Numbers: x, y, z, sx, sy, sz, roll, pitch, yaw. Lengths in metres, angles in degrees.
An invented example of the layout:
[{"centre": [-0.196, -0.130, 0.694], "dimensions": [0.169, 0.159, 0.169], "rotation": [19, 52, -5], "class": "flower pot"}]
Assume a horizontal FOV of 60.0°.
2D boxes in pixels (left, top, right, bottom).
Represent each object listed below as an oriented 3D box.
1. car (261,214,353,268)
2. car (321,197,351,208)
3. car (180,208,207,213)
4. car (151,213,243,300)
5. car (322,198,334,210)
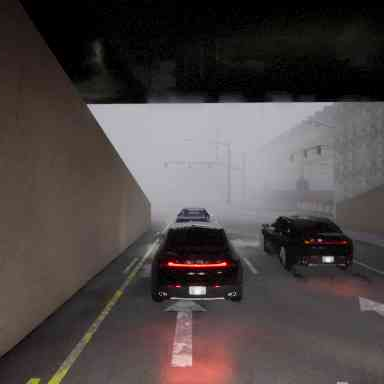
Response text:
[{"centre": [3.610, 1.507, 11.207], "dimensions": [1.837, 1.490, 4.892], "rotation": [0, 1, 0], "class": "car"}, {"centre": [17.649, 1.295, 40.670], "dimensions": [4.536, 1.218, 1.853], "rotation": [0, 0, -45], "class": "car"}, {"centre": [0.100, 1.547, 18.085], "dimensions": [2.033, 1.411, 5.357], "rotation": [0, 0, 3], "class": "car"}, {"centre": [0.105, 1.505, 8.339], "dimensions": [1.837, 1.490, 4.892], "rotation": [0, 0, 0], "class": "car"}, {"centre": [17.612, 1.453, 40.633], "dimensions": [4.974, 1.542, 2.038], "rotation": [0, 0, -45], "class": "car"}]
